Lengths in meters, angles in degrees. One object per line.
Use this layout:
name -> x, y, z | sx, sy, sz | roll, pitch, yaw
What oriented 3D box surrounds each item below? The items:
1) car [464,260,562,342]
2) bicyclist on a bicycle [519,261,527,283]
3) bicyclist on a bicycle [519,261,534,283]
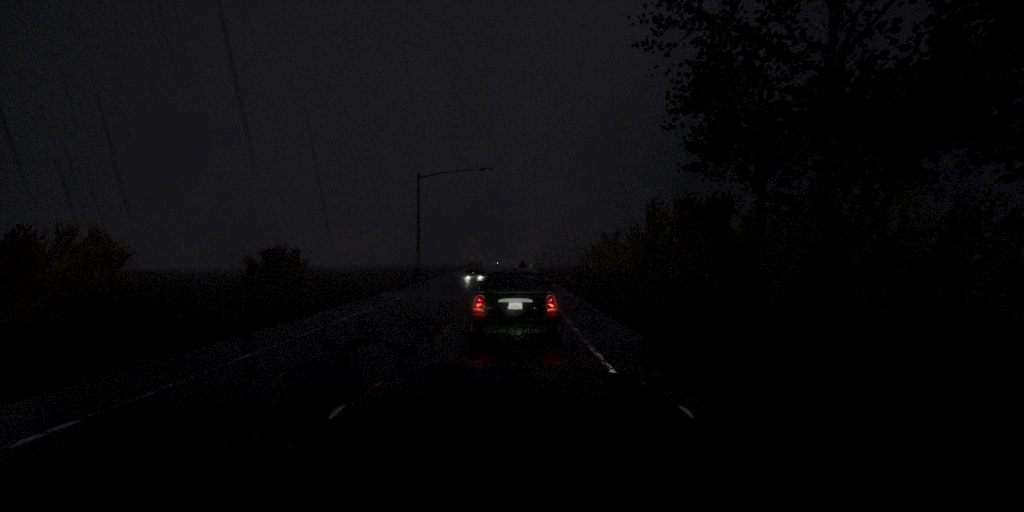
car -> 0.067, 1.096, 9.863 | 2.097, 1.767, 4.553 | 0, 0, 0
bicyclist on a bicycle -> 0.823, 1.184, 27.324 | 0.582, 1.620, 1.656 | 0, 0, 0
bicyclist on a bicycle -> 0.893, 1.175, 17.207 | 0.866, 1.612, 1.509 | 0, 0, 0
